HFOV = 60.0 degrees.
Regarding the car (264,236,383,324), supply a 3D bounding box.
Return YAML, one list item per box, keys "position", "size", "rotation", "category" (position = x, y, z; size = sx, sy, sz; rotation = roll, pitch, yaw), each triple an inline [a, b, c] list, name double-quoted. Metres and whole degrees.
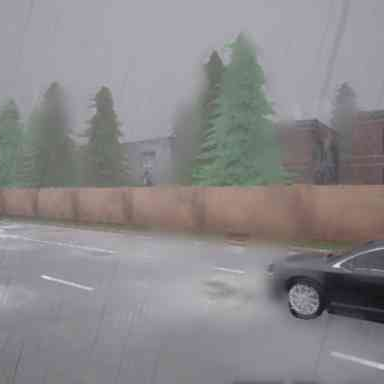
- position: [3.665, 1.505, 5.677]
  size: [4.892, 1.490, 1.837]
  rotation: [0, 0, 36]
  category: "car"
